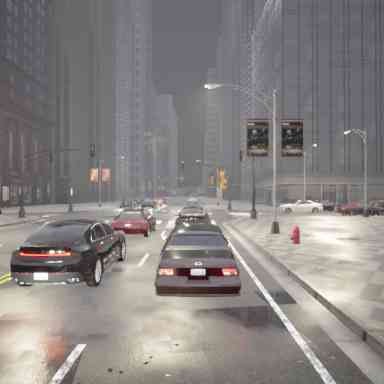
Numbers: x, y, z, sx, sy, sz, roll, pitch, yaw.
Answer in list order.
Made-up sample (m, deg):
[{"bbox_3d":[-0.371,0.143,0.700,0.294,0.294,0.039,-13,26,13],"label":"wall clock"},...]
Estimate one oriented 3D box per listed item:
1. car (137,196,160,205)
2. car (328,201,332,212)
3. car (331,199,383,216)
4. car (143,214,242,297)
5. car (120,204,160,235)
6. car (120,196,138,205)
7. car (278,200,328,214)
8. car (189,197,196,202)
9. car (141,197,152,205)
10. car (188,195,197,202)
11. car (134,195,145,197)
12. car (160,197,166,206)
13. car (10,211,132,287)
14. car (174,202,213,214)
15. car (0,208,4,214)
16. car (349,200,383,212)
[{"bbox_3d":[-6.515,1.775,50.847,2.033,1.411,5.357,0,0,0],"label":"car"},{"bbox_3d":[15.246,1.660,38.732,4.313,1.339,1.947,0,0,-1],"label":"car"},{"bbox_3d":[15.363,1.575,30.208,4.206,1.307,1.802,0,0,-1],"label":"car"},{"bbox_3d":[0.120,1.557,8.762,2.033,1.411,5.357,0,0,0],"label":"car"},{"bbox_3d":[-3.122,1.600,18.251,1.994,1.385,4.181,0,0,0],"label":"car"},{"bbox_3d":[-9.795,1.731,50.739,1.837,1.490,4.892,0,0,-2],"label":"car"},{"bbox_3d":[11.692,1.600,35.924,4.674,1.442,1.812,0,-1,-1],"label":"car"},{"bbox_3d":[0.144,2.022,91.214,1.882,1.535,5.008,0,0,0],"label":"car"},{"bbox_3d":[-9.639,1.901,71.105,1.812,1.442,4.674,0,0,0],"label":"car"},{"bbox_3d":[0.127,1.681,80.637,2.150,2.045,5.566,0,0,0],"label":"car"},{"bbox_3d":[-9.722,1.518,60.758,2.150,2.045,5.566,0,0,0],"label":"car"},{"bbox_3d":[-6.476,1.644,60.129,2.097,1.767,4.553,0,0,0],"label":"car"},{"bbox_3d":[-3.136,1.515,9.351,1.837,1.490,4.892,0,0,0],"label":"car"},{"bbox_3d":[0.076,1.542,18.501,1.837,1.490,4.892,0,0,1],"label":"car"},{"bbox_3d":[-21.340,1.717,32.278,5.357,1.411,2.033,0,-1,1],"label":"car"},{"bbox_3d":[20.886,1.641,38.810,4.313,1.339,1.947,0,0,-1],"label":"car"}]
